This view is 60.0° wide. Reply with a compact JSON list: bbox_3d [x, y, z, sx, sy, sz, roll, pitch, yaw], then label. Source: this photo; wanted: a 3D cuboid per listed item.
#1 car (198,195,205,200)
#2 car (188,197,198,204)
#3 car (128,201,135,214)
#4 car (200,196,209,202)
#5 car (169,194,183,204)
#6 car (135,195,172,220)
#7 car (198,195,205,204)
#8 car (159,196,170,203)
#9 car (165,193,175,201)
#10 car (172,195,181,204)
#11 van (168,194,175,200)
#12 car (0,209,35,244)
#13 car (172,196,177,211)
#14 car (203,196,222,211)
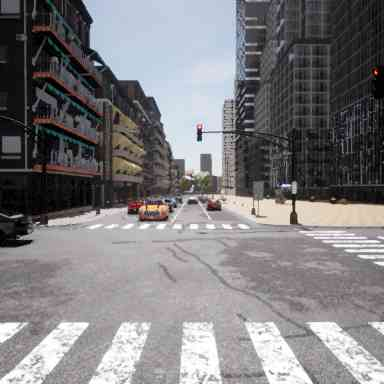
[{"bbox_3d":[2.706,1.535,92.119,1.752,1.417,4.829,-1,0,0],"label":"car"},{"bbox_3d":[0.150,1.601,64.087,1.895,1.301,4.718,0,0,0],"label":"car"},{"bbox_3d":[-5.677,1.540,35.407,1.887,1.381,4.507,-1,0,0],"label":"car"},{"bbox_3d":[2.696,1.548,75.002,1.887,1.381,4.507,-1,0,0],"label":"car"},{"bbox_3d":[-2.957,1.327,63.850,2.150,2.045,5.566,0,0,0],"label":"car"},{"bbox_3d":[-3.080,1.348,27.662,2.097,1.767,4.553,0,0,0],"label":"car"},{"bbox_3d":[2.688,1.551,63.704,2.008,1.369,4.403,-1,0,0],"label":"car"},{"bbox_3d":[-5.655,1.584,69.301,1.802,1.307,4.206,-1,0,0],"label":"car"},{"bbox_3d":[-5.648,1.322,86.248,2.192,1.841,5.009,-1,0,0],"label":"car"},{"bbox_3d":[-3.062,1.544,48.048,2.033,1.411,5.357,0,0,0],"label":"car"},{"bbox_3d":[-5.644,1.350,91.896,1.690,1.788,3.998,-1,0,0],"label":"van"},{"bbox_3d":[-9.619,1.496,14.738,4.892,1.490,1.837,0,1,0],"label":"car"},{"bbox_3d":[-3.072,1.501,37.659,1.837,1.490,4.892,0,0,0],"label":"car"},{"bbox_3d":[2.673,1.540,41.108,1.887,1.381,4.507,-1,0,0],"label":"car"}]
